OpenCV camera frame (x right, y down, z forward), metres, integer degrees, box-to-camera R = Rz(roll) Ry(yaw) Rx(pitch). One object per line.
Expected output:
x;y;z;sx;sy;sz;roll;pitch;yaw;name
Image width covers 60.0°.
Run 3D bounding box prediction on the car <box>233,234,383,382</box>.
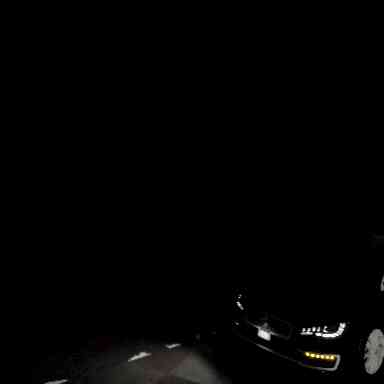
2.819;1.541;5.606;4.892;1.490;1.837;1;0;-38;car
